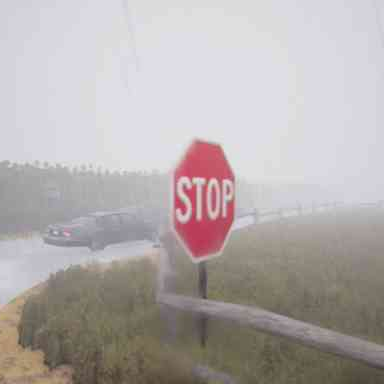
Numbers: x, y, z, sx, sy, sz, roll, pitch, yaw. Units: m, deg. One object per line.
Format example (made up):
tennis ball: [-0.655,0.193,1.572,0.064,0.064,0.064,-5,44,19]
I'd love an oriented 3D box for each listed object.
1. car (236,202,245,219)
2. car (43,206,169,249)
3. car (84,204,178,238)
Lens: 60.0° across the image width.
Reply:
car: [2.625,1.460,27.133,2.128,1.511,4.902,0,0,35]
car: [-3.305,1.522,13.938,2.033,1.411,5.357,0,0,40]
car: [-3.226,1.516,18.927,2.033,1.411,5.357,0,0,35]
